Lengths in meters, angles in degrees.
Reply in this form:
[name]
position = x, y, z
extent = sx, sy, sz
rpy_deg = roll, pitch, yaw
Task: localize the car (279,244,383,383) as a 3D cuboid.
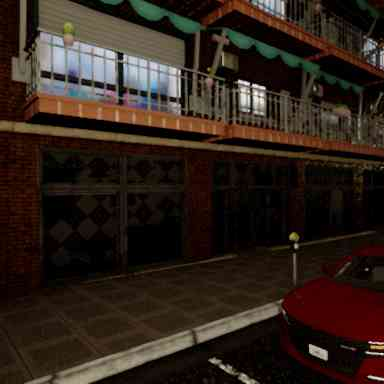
[car]
position = 3.172, 1.528, 5.081
extent = 4.507, 1.381, 1.887
rpy_deg = 0, 0, -38
